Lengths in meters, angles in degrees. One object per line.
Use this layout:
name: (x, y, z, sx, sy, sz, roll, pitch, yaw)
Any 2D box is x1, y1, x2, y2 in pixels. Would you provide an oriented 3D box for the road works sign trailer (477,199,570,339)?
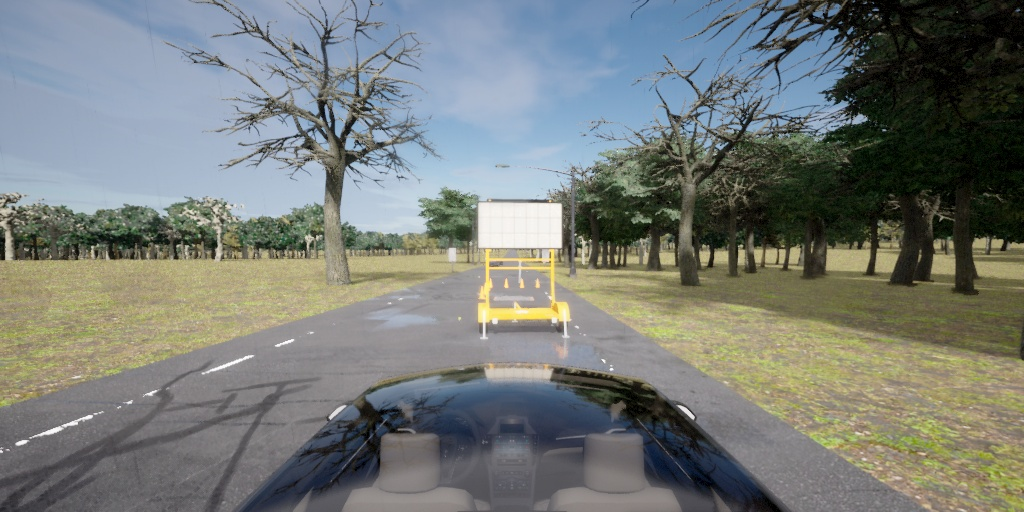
road works sign trailer: (0.214, 0.215, 10.108, 2.380, 3.560, 2.880, 0, 0, -5)

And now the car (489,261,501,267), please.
car: (-3.253, 1.413, 59.525, 1.994, 1.385, 4.181, 0, 0, 1)
